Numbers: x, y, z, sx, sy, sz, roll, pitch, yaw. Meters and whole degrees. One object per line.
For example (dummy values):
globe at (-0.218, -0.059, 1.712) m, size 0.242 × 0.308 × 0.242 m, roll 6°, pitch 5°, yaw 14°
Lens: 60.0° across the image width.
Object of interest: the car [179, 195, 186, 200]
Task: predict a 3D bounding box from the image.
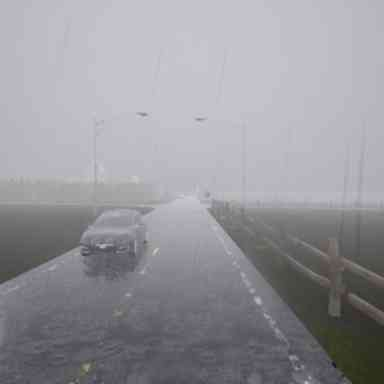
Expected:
car at (-2.753, 1.469, 94.732) m, size 1.812 × 1.442 × 4.674 m, roll 0°, pitch 0°, yaw 0°

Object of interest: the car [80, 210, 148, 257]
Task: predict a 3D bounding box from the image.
car at (-2.851, 1.498, 13.027) m, size 1.837 × 1.490 × 4.892 m, roll 0°, pitch 0°, yaw 0°
